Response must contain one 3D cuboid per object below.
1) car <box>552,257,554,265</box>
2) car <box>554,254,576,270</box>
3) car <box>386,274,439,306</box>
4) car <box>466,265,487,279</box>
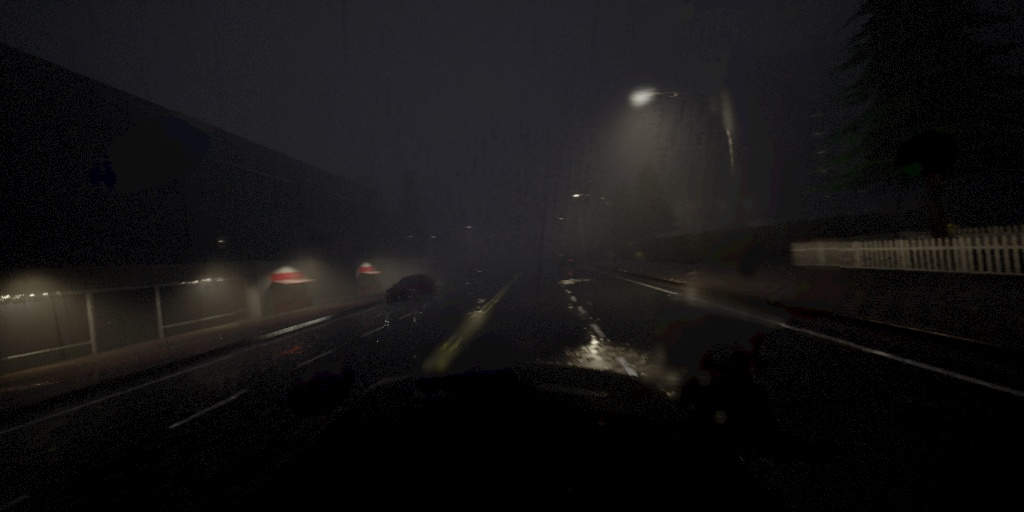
[{"bbox_3d":[7.015,0.519,53.875,2.128,1.511,4.902,-6,0,5],"label":"car"},{"bbox_3d":[6.038,0.624,40.005,1.837,1.490,4.892,-6,0,4],"label":"car"},{"bbox_3d":[-5.906,1.922,21.661,1.882,1.535,5.008,-6,0,4],"label":"car"},{"bbox_3d":[-4.271,1.819,43.049,1.812,1.442,4.674,-6,0,4],"label":"car"}]
